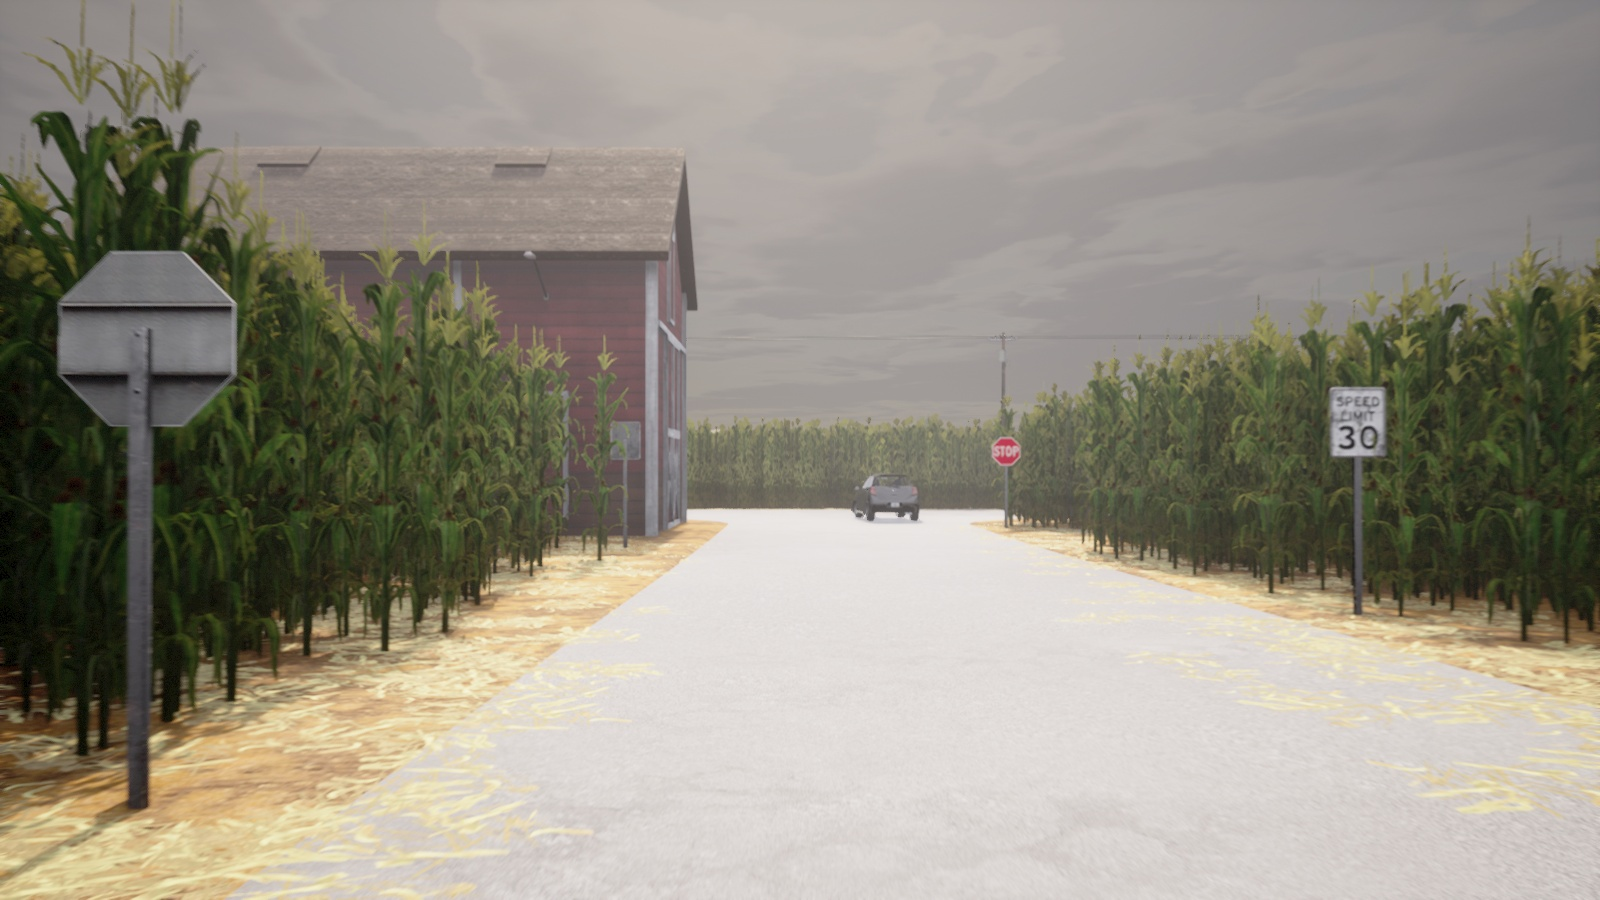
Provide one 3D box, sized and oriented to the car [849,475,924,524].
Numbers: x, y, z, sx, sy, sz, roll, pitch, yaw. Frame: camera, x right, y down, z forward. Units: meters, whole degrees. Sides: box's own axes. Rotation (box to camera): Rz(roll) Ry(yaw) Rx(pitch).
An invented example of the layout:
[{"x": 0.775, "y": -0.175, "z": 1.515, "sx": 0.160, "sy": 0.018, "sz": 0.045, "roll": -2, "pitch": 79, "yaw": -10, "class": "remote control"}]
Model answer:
[{"x": 2.778, "y": 1.580, "z": 41.207, "sx": 1.845, "sy": 1.501, "sz": 3.633, "roll": 0, "pitch": -1, "yaw": -6, "class": "car"}]
